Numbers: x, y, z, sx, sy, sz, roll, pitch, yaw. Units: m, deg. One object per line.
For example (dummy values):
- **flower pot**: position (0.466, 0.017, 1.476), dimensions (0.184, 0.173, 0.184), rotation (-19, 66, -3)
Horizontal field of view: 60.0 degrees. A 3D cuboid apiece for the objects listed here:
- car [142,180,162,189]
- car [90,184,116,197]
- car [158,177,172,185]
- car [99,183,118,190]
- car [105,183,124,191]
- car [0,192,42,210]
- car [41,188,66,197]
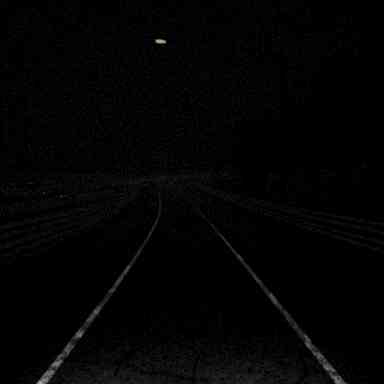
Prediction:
- **car**: position (-8.988, -1.496, 72.598), dimensions (2.033, 1.411, 5.357), rotation (1, 4, 13)
- **car**: position (-13.956, -0.041, 51.207), dimensions (1.994, 1.385, 4.181), rotation (1, 4, 13)
- **car**: position (-7.868, -2.772, 92.896), dimensions (1.895, 1.301, 4.718), rotation (1, 4, 13)
- **car**: position (-17.163, -1.157, 68.341), dimensions (1.994, 1.385, 4.181), rotation (1, 4, 13)
- **car**: position (-14.657, -0.895, 63.658), dimensions (1.812, 1.442, 4.674), rotation (1, 4, 13)
- **car**: position (-18.033, 1.086, 33.656), dimensions (2.128, 1.511, 4.902), rotation (1, 4, 13)
- **car**: position (-21.227, 0.027, 50.842), dimensions (1.994, 1.385, 4.181), rotation (1, 4, 13)
